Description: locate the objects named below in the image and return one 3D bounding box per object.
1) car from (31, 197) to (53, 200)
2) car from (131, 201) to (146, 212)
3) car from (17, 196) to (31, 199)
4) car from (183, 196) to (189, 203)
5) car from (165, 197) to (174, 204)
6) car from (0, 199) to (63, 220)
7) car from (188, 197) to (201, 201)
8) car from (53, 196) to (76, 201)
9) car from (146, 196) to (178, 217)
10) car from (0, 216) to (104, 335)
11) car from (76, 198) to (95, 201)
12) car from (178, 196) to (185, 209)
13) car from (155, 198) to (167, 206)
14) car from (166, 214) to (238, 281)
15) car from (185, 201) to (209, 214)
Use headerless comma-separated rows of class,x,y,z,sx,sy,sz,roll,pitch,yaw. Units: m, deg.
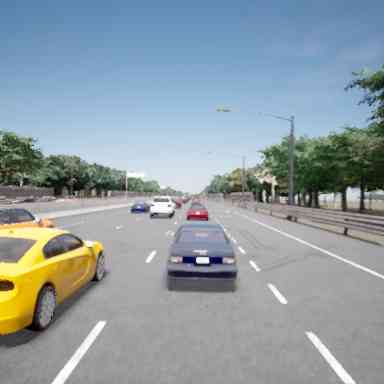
car,-23.744,1.570,54.211,1.994,1.385,4.181,1,-1,1
car,-6.346,1.814,41.734,1.994,1.385,4.181,1,-1,1
car,-27.232,1.425,54.194,2.128,1.511,4.902,1,-1,1
car,-2.404,2.263,84.194,1.882,1.535,5.008,1,-1,1
car,-5.876,2.217,86.808,1.882,1.535,5.008,1,-1,1
car,-6.697,1.312,11.962,2.097,1.767,4.553,1,-1,1
car,0.850,2.090,60.312,2.128,1.511,4.902,1,-1,1
car,-20.245,1.434,54.233,2.097,1.767,4.553,1,-1,1
car,-2.921,1.468,34.085,2.150,2.045,5.566,1,-1,1
car,-3.271,1.467,6.857,1.882,1.535,5.008,1,0,1
car,-16.752,1.718,54.149,1.994,1.385,4.181,1,-1,1
car,-2.693,1.956,56.127,1.882,1.535,5.008,1,-1,1
car,-6.096,2.030,65.519,1.812,1.442,4.674,1,-1,1
car,0.274,1.641,10.177,2.033,1.411,5.357,1,-1,1
car,0.540,1.859,31.417,1.994,1.385,4.181,1,-1,1
